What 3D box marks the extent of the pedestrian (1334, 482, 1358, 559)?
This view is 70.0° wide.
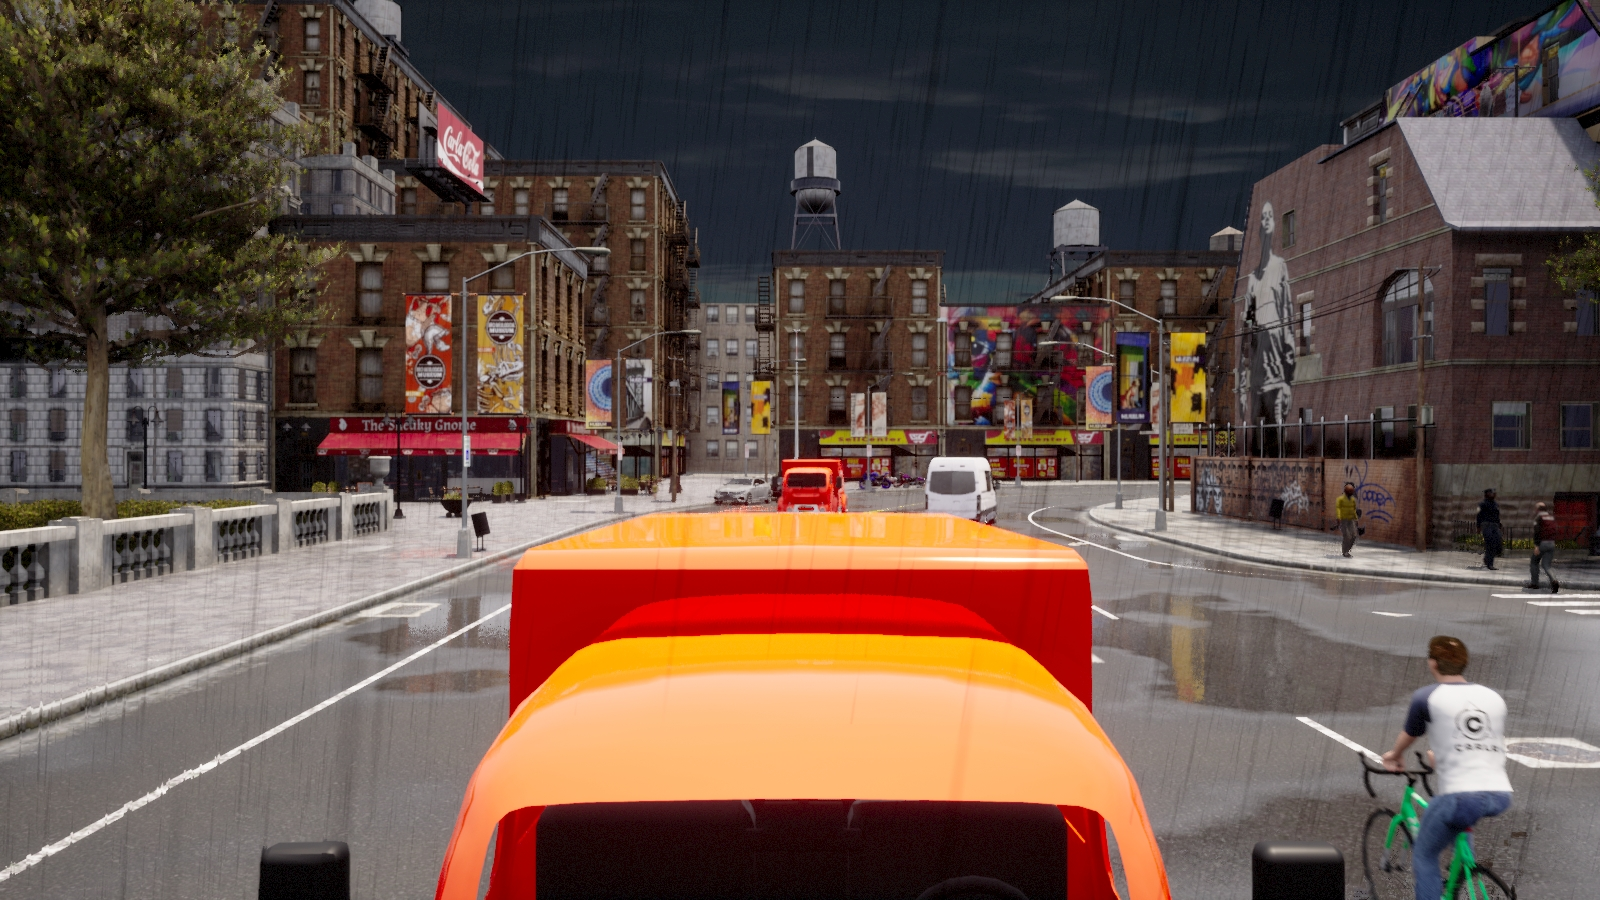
[{"bbox_3d":[13.332,1.707,27.904,0.375,1.860,0.375,0,0,-14],"label":"pedestrian"}]

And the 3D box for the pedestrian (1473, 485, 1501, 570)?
[{"bbox_3d":[15.164,1.706,25.233,0.375,1.860,0.375,0,0,-8],"label":"pedestrian"}]

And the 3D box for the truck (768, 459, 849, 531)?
[{"bbox_3d":[0.416,1.584,42.631,2.627,2.467,5.204,0,0,5],"label":"truck"}]

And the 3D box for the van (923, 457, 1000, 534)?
[{"bbox_3d":[6.001,1.551,41.829,1.988,2.561,5.915,0,0,16],"label":"van"}]

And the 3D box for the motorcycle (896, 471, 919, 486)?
[{"bbox_3d":[8.438,2.247,89.666,0.803,1.145,2.033,1,0,40],"label":"motorcycle"}]

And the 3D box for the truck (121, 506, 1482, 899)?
[{"bbox_3d":[-0.002,1.577,4.802,2.627,2.467,5.204,0,0,0],"label":"truck"}]

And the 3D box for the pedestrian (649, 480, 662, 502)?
[{"bbox_3d":[-7.402,2.099,58.463,0.500,1.100,0.500,0,0,18],"label":"pedestrian"}]

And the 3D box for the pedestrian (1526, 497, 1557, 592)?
[{"bbox_3d":[14.680,1.858,22.622,0.375,1.860,0.375,0,0,0],"label":"pedestrian"}]

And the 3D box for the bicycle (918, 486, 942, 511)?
[{"bbox_3d":[6.148,2.277,53.853,0.859,1.080,1.487,0,0,17],"label":"bicycle"}]
